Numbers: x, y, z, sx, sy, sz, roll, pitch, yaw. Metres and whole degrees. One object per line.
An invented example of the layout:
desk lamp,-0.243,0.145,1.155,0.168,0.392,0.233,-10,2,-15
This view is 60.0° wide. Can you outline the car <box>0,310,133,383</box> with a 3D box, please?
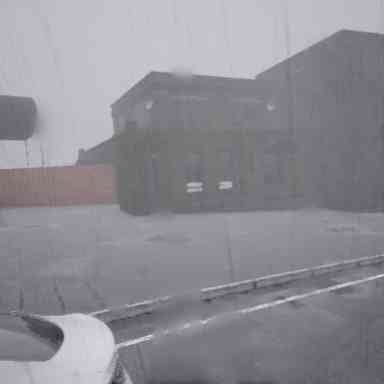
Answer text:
car,-2.589,1.521,1.712,4.674,1.442,1.812,0,0,-35
